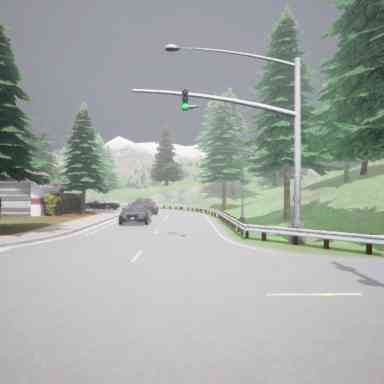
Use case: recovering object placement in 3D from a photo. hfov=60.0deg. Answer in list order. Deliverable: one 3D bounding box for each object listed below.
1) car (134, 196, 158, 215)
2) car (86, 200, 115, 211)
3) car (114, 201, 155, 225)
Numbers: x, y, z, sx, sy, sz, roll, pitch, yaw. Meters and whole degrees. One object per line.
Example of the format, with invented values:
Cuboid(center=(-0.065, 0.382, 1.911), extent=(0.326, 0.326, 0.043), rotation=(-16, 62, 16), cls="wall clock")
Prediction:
Cuboid(center=(-4.863, 1.352, 33.770), extent=(2.097, 1.767, 4.553), rotation=(0, 0, -19), cls="car")
Cuboid(center=(-11.446, 1.608, 41.500), extent=(4.718, 1.301, 1.895), rotation=(0, 0, 14), cls="car")
Cuboid(center=(-4.018, 1.564, 23.980), extent=(1.994, 1.385, 4.181), rotation=(0, 0, -2), cls="car")
